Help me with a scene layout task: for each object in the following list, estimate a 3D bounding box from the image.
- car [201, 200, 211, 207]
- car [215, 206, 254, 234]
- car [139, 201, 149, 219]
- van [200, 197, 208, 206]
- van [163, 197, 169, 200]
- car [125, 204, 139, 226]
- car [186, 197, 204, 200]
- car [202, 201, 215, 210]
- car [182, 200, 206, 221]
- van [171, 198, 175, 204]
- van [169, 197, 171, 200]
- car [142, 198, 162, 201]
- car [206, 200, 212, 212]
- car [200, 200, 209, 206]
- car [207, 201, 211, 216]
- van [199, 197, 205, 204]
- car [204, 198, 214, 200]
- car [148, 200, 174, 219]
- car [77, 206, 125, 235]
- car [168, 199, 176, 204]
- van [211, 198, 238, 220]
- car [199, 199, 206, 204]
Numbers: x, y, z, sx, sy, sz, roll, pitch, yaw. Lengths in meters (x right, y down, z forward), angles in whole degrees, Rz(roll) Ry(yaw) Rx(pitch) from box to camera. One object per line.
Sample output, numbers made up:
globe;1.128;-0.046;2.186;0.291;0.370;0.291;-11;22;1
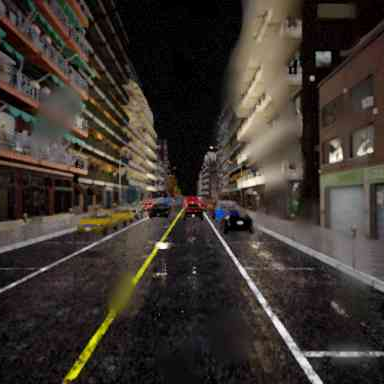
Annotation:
car;2.741;2.296;66.016;1.802;1.307;4.206;0;-1;0
car;2.709;1.782;20.723;1.947;1.339;4.313;0;-1;0
car;-5.663;1.886;32.053;2.008;1.369;4.403;0;-1;0
van;2.751;2.187;77.343;1.690;1.788;3.998;0;-1;0
van;-5.641;1.989;60.364;1.690;1.788;3.998;0;-1;0
car;-5.667;1.798;26.221;1.752;1.417;4.829;0;-1;0
car;0.090;1.664;41.865;2.150;2.045;5.566;0;0;0
car;2.733;2.128;54.694;1.887;1.381;4.507;0;-1;0
car;0.106;1.832;31.240;1.837;1.490;4.892;0;-1;0
van;-5.625;2.253;83.010;1.690;1.788;3.998;0;-1;0
van;-5.638;2.054;66.024;1.690;1.788;3.998;0;-1;0
car;-5.653;1.772;43.378;2.192;1.841;5.009;0;-1;0
car;2.722;1.962;37.708;1.947;1.339;4.313;0;-1;0
car;2.745;2.362;71.678;1.802;1.307;4.206;0;-1;0
car;2.717;1.880;32.047;1.887;1.381;4.507;0;-1;0
van;2.763;2.391;94.329;1.690;1.788;3.998;0;-1;0
car;2.731;1.835;49.035;2.192;1.841;5.009;0;-1;0
car;-3.066;1.821;32.859;1.882;1.535;5.008;0;-1;0
car;-5.671;1.739;20.559;1.752;1.417;4.829;0;-1;0
car;-5.619;2.593;94.332;1.887;1.381;4.507;0;-1;0
van;2.715;1.617;26.387;1.690;1.788;3.998;0;-1;0
car;2.758;2.526;88.665;1.887;1.381;4.507;0;-1;0
